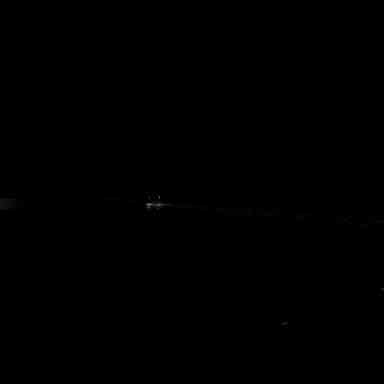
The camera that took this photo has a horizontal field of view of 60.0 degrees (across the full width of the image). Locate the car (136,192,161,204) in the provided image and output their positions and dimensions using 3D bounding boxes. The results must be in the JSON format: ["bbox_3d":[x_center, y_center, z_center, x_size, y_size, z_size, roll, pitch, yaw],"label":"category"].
[{"bbox_3d":[-6.409,0.747,48.608,2.097,1.767,4.553,0,1,-35],"label":"car"}]
